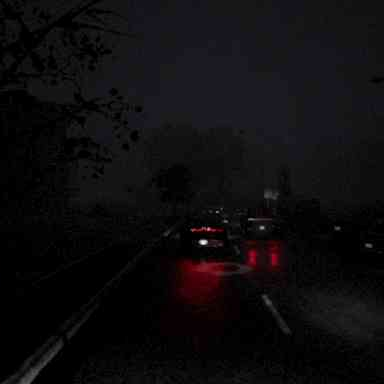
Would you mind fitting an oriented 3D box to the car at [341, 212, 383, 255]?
[{"bbox_3d":[8.311,1.606,12.008,4.892,1.521,2.231,1,-1,-17],"label":"car"}]

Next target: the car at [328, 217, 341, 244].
[{"bbox_3d":[8.484,1.669,14.970,4.792,1.488,2.163,1,-1,-17],"label":"car"}]

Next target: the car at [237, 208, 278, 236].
[{"bbox_3d":[3.852,1.688,19.951,2.128,1.511,4.902,0,-1,4],"label":"car"}]

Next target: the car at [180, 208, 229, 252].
[{"bbox_3d":[0.530,1.627,14.555,1.837,1.490,4.892,0,-1,3],"label":"car"}]

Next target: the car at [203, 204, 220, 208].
[{"bbox_3d":[1.893,1.869,32.423,2.033,1.411,5.357,0,-1,6],"label":"car"}]
